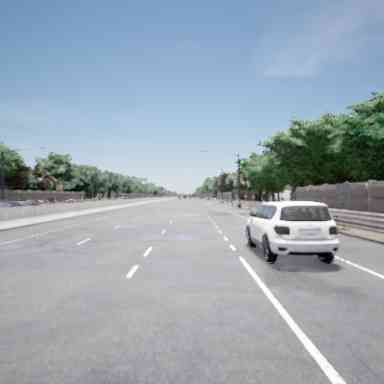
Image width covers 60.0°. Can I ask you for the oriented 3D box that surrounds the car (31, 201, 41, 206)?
[{"bbox_3d":[-24.632,2.052,50.435,1.994,1.385,4.181,0,-1,0],"label":"car"}]

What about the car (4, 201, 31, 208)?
[{"bbox_3d":[-21.129,1.914,38.160,2.033,1.411,5.357,0,-1,0],"label":"car"}]

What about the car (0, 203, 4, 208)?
[{"bbox_3d":[-17.614,1.734,26.666,1.882,1.535,5.008,0,-1,0],"label":"car"}]

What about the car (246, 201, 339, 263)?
[{"bbox_3d":[3.519,1.355,12.625,2.150,2.045,5.566,0,-1,0],"label":"car"}]

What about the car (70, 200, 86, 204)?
[{"bbox_3d":[-17.626,2.007,51.501,1.837,1.490,4.892,0,-1,0],"label":"car"}]
